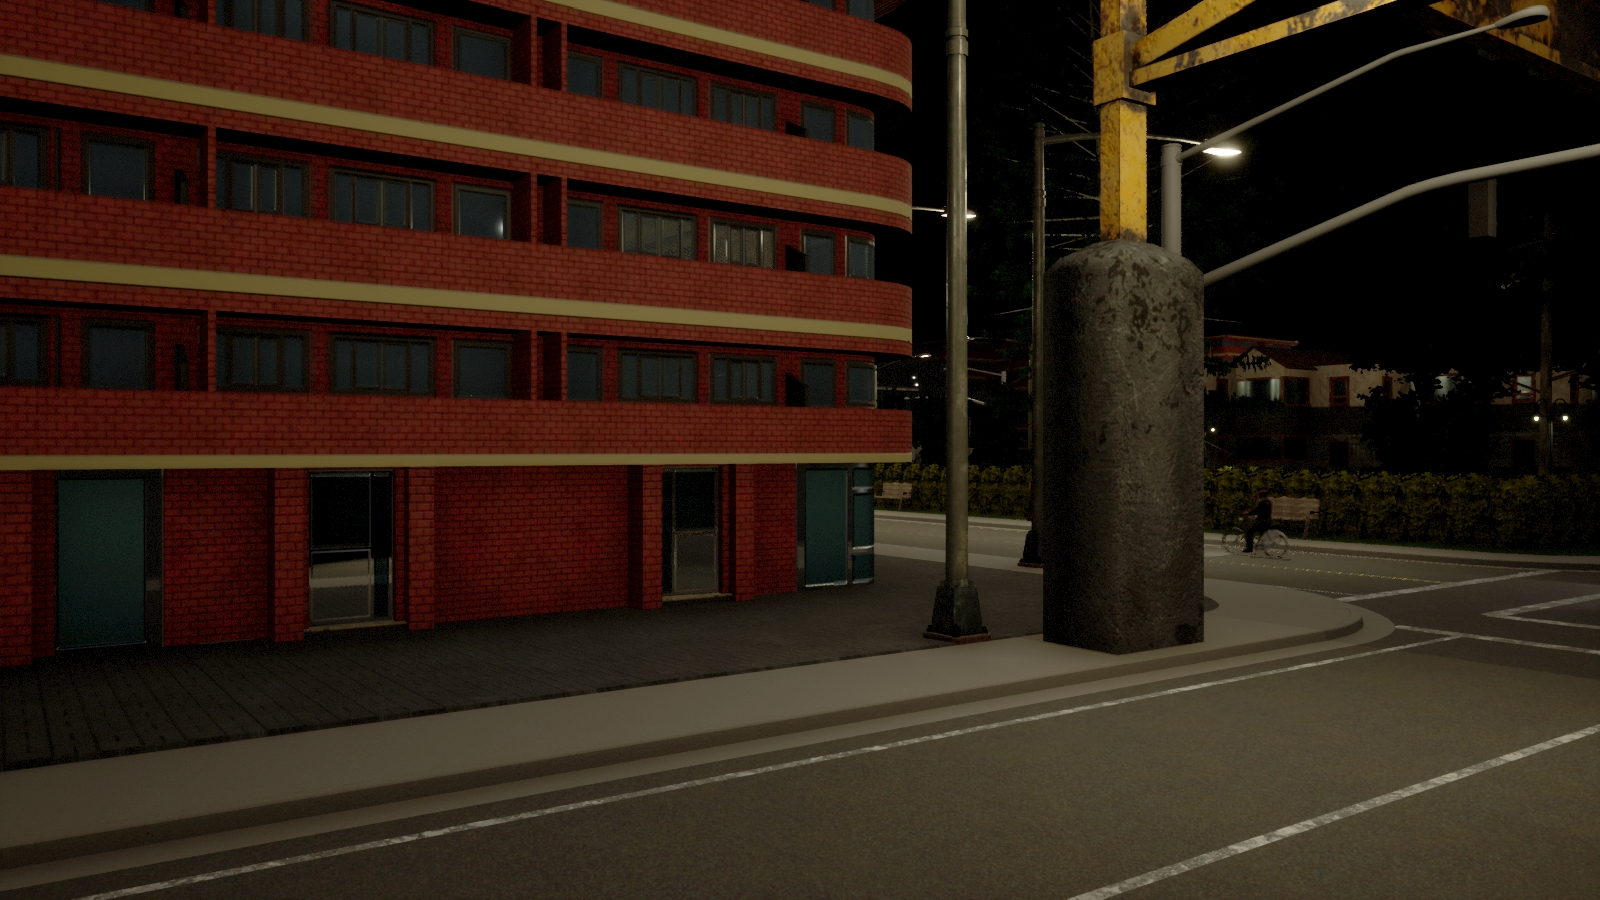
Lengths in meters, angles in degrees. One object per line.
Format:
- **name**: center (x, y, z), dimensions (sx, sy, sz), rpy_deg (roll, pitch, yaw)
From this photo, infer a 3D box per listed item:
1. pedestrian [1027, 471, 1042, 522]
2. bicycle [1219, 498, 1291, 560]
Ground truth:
- **pedestrian**: center (8.544, 1.686, 41.670), dimensions (0.375, 1.860, 0.375), rpy_deg (0, 0, -34)
- **bicycle**: center (11.814, 2.036, 29.711), dimensions (0.329, 1.496, 1.835), rpy_deg (0, 0, -36)
